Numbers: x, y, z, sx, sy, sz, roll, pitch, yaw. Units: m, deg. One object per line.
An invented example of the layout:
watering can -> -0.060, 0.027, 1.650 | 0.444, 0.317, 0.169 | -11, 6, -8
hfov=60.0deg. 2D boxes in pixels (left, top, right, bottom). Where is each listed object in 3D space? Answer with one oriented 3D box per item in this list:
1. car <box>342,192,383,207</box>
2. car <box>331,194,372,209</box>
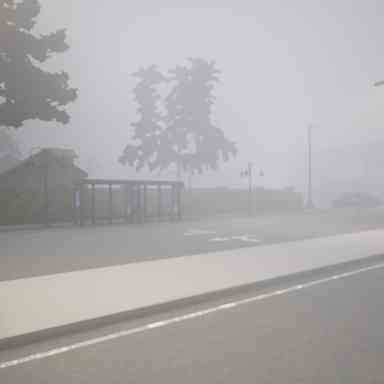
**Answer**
car -> 23.596, 1.086, 46.608 | 2.150, 2.045, 5.566 | 0, 0, -35
car -> 20.883, 1.402, 44.390 | 1.812, 1.442, 4.674 | 0, 0, -35
